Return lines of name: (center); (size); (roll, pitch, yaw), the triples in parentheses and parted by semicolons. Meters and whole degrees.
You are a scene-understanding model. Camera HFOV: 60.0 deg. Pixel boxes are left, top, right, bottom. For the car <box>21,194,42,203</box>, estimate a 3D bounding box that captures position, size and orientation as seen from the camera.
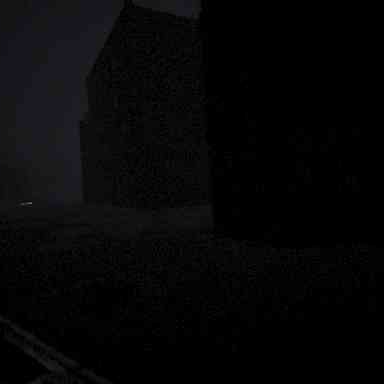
car: (-28.204, 1.111, 58.448); (1.994, 1.385, 4.181); (-5, 3, 3)
